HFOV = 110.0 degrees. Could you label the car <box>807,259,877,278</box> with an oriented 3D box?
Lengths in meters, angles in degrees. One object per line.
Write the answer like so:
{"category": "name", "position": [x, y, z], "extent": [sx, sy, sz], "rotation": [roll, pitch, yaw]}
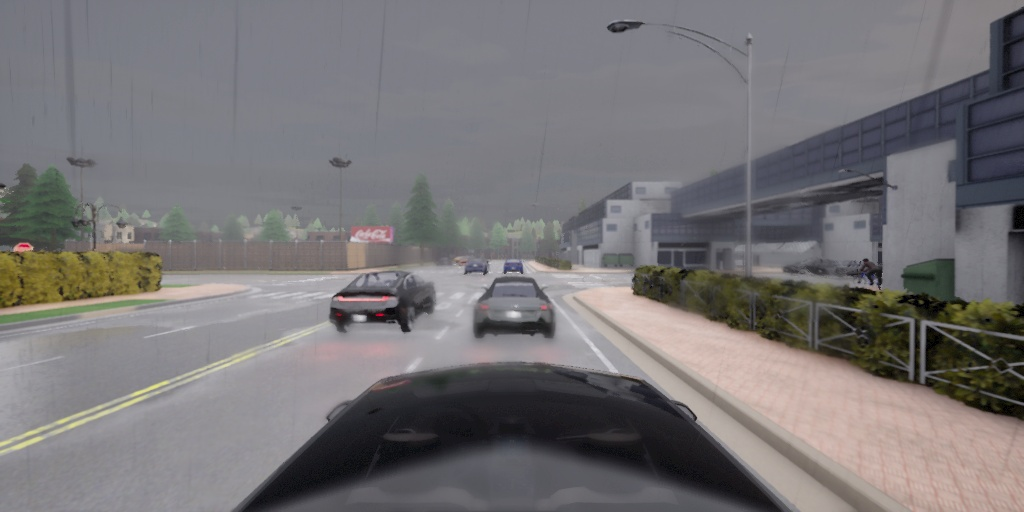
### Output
{"category": "car", "position": [27.724, 1.120, 29.880], "extent": [4.181, 1.385, 1.994], "rotation": [0, 0, 0]}

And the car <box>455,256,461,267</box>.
{"category": "car", "position": [-6.864, 0.736, 54.809], "extent": [2.097, 1.767, 4.553], "rotation": [0, 0, 1]}

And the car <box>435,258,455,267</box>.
{"category": "car", "position": [-10.364, 0.946, 54.926], "extent": [1.994, 1.385, 4.181], "rotation": [0, 0, 1]}

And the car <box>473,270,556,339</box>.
{"category": "car", "position": [0.068, 1.257, 9.911], "extent": [1.994, 1.385, 4.181], "rotation": [0, 0, 1]}

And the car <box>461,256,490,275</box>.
{"category": "car", "position": [-3.359, 0.870, 35.215], "extent": [2.097, 1.767, 4.553], "rotation": [0, 0, 0]}

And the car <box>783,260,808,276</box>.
{"category": "car", "position": [28.015, 1.036, 33.379], "extent": [4.892, 1.490, 1.837], "rotation": [0, 0, 0]}

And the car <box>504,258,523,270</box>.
{"category": "car", "position": [0.155, 0.983, 37.054], "extent": [1.882, 1.535, 5.008], "rotation": [0, 0, 0]}

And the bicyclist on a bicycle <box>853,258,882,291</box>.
{"category": "bicyclist on a bicycle", "position": [18.315, 0.939, 18.404], "extent": [0.582, 1.620, 1.656], "rotation": [0, 0, 0]}

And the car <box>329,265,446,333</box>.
{"category": "car", "position": [-3.470, 1.180, 10.494], "extent": [2.128, 1.511, 4.902], "rotation": [0, 0, -1]}
